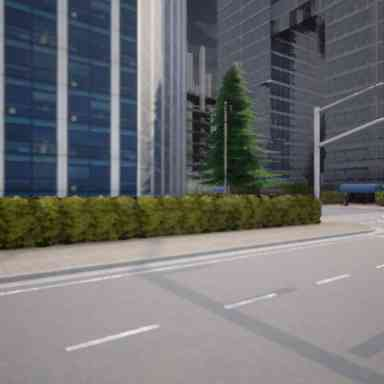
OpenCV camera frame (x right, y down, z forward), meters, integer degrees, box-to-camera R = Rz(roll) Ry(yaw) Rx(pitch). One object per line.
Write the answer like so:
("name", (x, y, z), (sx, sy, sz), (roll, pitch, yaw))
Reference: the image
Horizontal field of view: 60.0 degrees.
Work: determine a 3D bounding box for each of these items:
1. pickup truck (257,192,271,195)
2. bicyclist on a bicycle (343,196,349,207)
("pickup truck", (14.982, 1.141, 67.987), (2.390, 2.098, 6.274), (0, 0, -6))
("bicyclist on a bicycle", (22.299, 1.374, 48.196), (1.656, 1.620, 0.582), (0, 0, -36))
